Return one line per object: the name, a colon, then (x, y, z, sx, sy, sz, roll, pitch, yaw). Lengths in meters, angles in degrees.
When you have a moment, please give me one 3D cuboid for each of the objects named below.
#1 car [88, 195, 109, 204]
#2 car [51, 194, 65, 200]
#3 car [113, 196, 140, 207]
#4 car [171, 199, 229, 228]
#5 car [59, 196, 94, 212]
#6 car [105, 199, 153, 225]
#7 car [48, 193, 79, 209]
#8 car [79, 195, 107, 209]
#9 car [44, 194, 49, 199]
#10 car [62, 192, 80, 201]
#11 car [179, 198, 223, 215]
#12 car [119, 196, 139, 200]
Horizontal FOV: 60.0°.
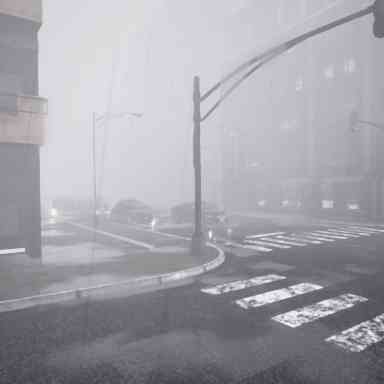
car: (-15.576, 1.217, 55.306, 1.752, 1.417, 4.829, -1, 1, -35)
car: (-31.648, 1.124, 78.530, 2.008, 1.369, 4.403, -1, 1, -35)
car: (-9.109, 1.266, 45.961, 1.752, 1.417, 4.829, -1, 1, -35)
car: (0.408, 1.434, 22.031, 2.128, 1.511, 4.902, -1, 1, -35)
car: (-12.666, 1.448, 36.379, 2.008, 1.369, 4.403, -1, 1, -35)
car: (-4.401, 1.509, 24.210, 1.887, 1.381, 4.507, -1, 1, -35)
car: (-15.901, 1.313, 41.051, 1.967, 1.590, 4.097, -1, 1, -35)
car: (-11.478, 1.397, 39.221, 2.033, 1.411, 5.357, -1, 1, -35)
car: (-34.979, 1.075, 83.343, 1.752, 1.417, 4.829, -1, 1, -35)
car: (-25.183, 0.935, 69.183, 2.192, 1.841, 5.009, -1, 1, -35)
car: (0.773, 1.360, 31.866, 1.887, 1.381, 4.507, -1, 1, -35)
car: (-5.477, 1.374, 30.537, 1.882, 1.535, 5.008, -1, 1, -35)
